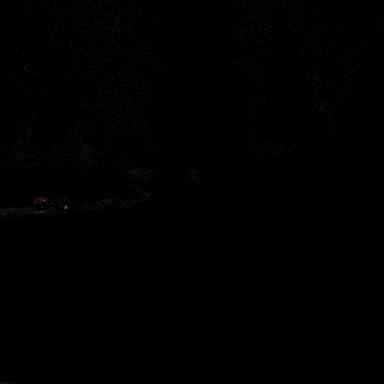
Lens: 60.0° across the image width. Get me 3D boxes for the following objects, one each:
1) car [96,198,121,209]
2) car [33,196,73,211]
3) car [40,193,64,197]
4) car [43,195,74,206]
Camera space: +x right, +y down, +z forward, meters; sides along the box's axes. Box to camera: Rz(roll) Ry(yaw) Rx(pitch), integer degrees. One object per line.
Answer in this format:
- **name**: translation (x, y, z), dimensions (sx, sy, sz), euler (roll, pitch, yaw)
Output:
- **car**: translation (-11.528, 1.522, 46.198), dimensions (1.812, 1.442, 4.674), euler (0, 0, 13)
- **car**: translation (-16.643, 1.560, 39.725), dimensions (1.994, 1.385, 4.181), euler (0, 0, 13)
- **car**: translation (-21.361, 1.220, 50.228), dimensions (2.150, 2.045, 5.566), euler (0, 0, 13)
- **car**: translation (-18.503, 1.521, 47.121), dimensions (1.812, 1.442, 4.674), euler (0, 0, 13)
